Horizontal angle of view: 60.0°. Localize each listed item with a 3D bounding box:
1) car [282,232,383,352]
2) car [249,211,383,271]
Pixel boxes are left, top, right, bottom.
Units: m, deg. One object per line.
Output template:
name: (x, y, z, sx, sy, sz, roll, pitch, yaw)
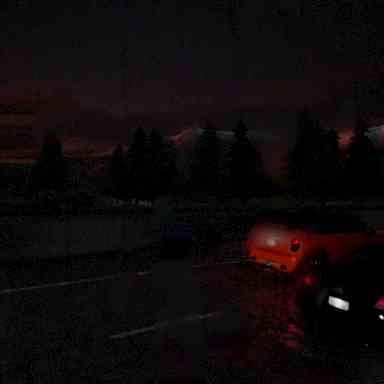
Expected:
car: (3.886, 1.571, 5.708, 4.181, 1.385, 1.994, 0, 0, -27)
car: (3.974, 1.353, 9.643, 4.553, 1.767, 2.097, 0, 0, -27)
